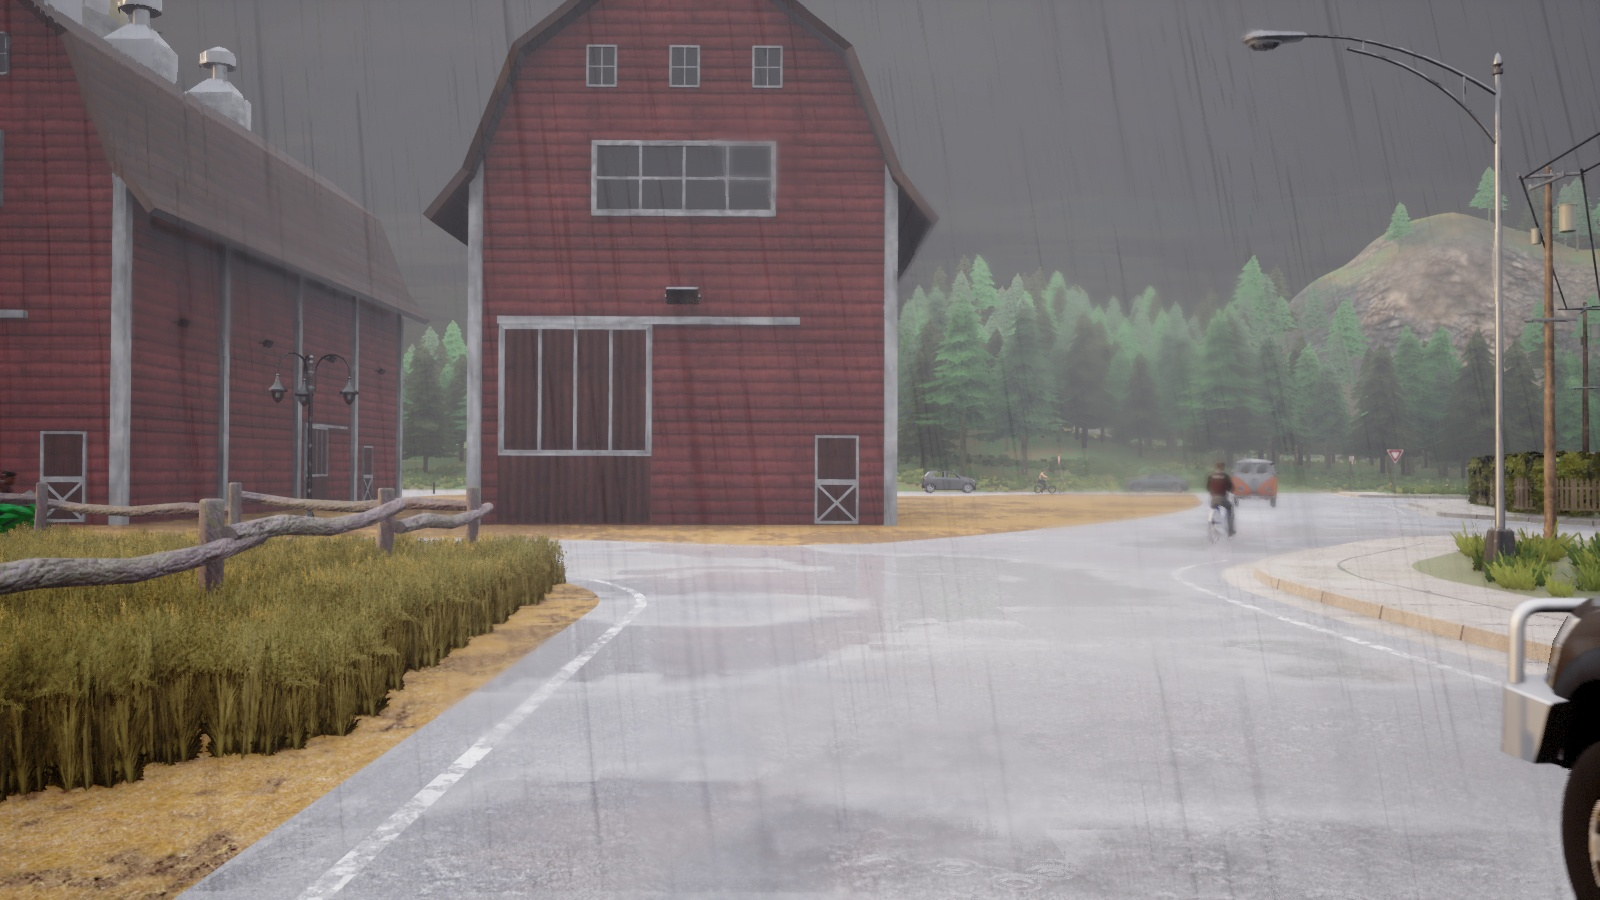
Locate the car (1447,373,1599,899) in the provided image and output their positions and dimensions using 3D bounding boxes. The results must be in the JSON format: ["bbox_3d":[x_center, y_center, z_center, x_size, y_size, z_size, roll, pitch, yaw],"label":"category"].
[{"bbox_3d":[3.525,0.659,2.486,1.932,1.855,4.605,0,-1,-3],"label":"car"}]

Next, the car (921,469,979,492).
[{"bbox_3d":[9.905,2.043,83.245,3.633,1.501,1.845,0,-1,0],"label":"car"}]

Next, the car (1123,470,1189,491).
[{"bbox_3d":[24.444,2.085,86.291,4.181,1.385,1.994,-1,-1,21],"label":"car"}]

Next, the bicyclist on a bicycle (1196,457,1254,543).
[{"bbox_3d":[9.158,1.053,27.040,0.659,1.776,1.843,-1,-1,35],"label":"bicyclist on a bicycle"}]

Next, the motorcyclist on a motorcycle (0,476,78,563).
[{"bbox_3d":[-14.224,1.231,22.537,2.044,1.523,0.797,0,-1,-3],"label":"motorcyclist on a motorcycle"}]

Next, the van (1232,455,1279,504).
[{"bbox_3d":[19.196,1.233,52.986,1.775,1.987,4.442,-1,-1,20],"label":"van"}]
